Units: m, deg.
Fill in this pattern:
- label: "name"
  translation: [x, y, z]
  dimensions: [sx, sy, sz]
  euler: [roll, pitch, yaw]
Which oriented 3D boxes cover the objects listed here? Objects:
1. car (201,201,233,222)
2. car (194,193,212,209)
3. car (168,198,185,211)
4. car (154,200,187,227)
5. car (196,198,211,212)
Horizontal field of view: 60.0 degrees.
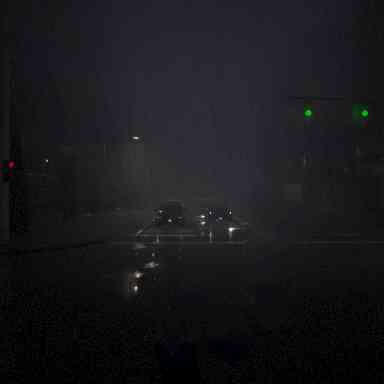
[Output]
- label: "car"
  translation: [2.012, 1.601, 26.189]
  dimensions: [1.895, 1.301, 4.718]
  euler: [0, 0, -1]
- label: "car"
  translation: [1.468, 1.221, 46.114]
  dimensions: [2.150, 2.045, 5.566]
  euler: [0, 0, -2]
- label: "car"
  translation: [-1.949, 1.547, 42.876]
  dimensions: [2.033, 1.411, 5.357]
  euler: [0, 0, -2]
- label: "car"
  translation: [-1.404, 1.505, 22.731]
  dimensions: [1.837, 1.490, 4.892]
  euler: [0, 0, -1]
- label: "car"
  translation: [1.763, 1.601, 35.355]
  dimensions: [1.895, 1.301, 4.718]
  euler: [0, 0, -1]
